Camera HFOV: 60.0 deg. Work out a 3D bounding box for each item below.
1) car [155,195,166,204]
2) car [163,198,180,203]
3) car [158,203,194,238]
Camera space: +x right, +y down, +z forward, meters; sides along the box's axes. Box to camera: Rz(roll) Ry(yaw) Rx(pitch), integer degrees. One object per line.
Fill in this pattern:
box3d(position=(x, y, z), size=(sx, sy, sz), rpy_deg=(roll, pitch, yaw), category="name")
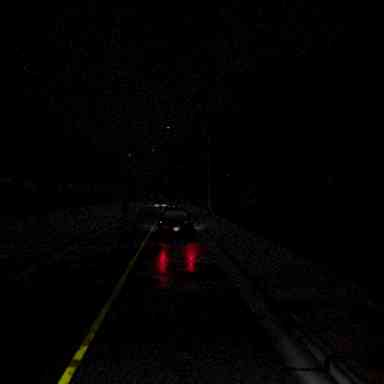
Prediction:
box3d(position=(-7.038, 1.700, 74.485), size=(2.150, 2.045, 5.566), rpy_deg=(-1, -1, -3), category="car")
box3d(position=(-2.216, 1.740, 40.968), size=(2.033, 1.411, 5.357), rpy_deg=(-1, 0, -3), category="car")
box3d(position=(-0.887, 1.582, 18.123), size=(1.812, 1.442, 4.674), rpy_deg=(-1, 0, -3), category="car")
